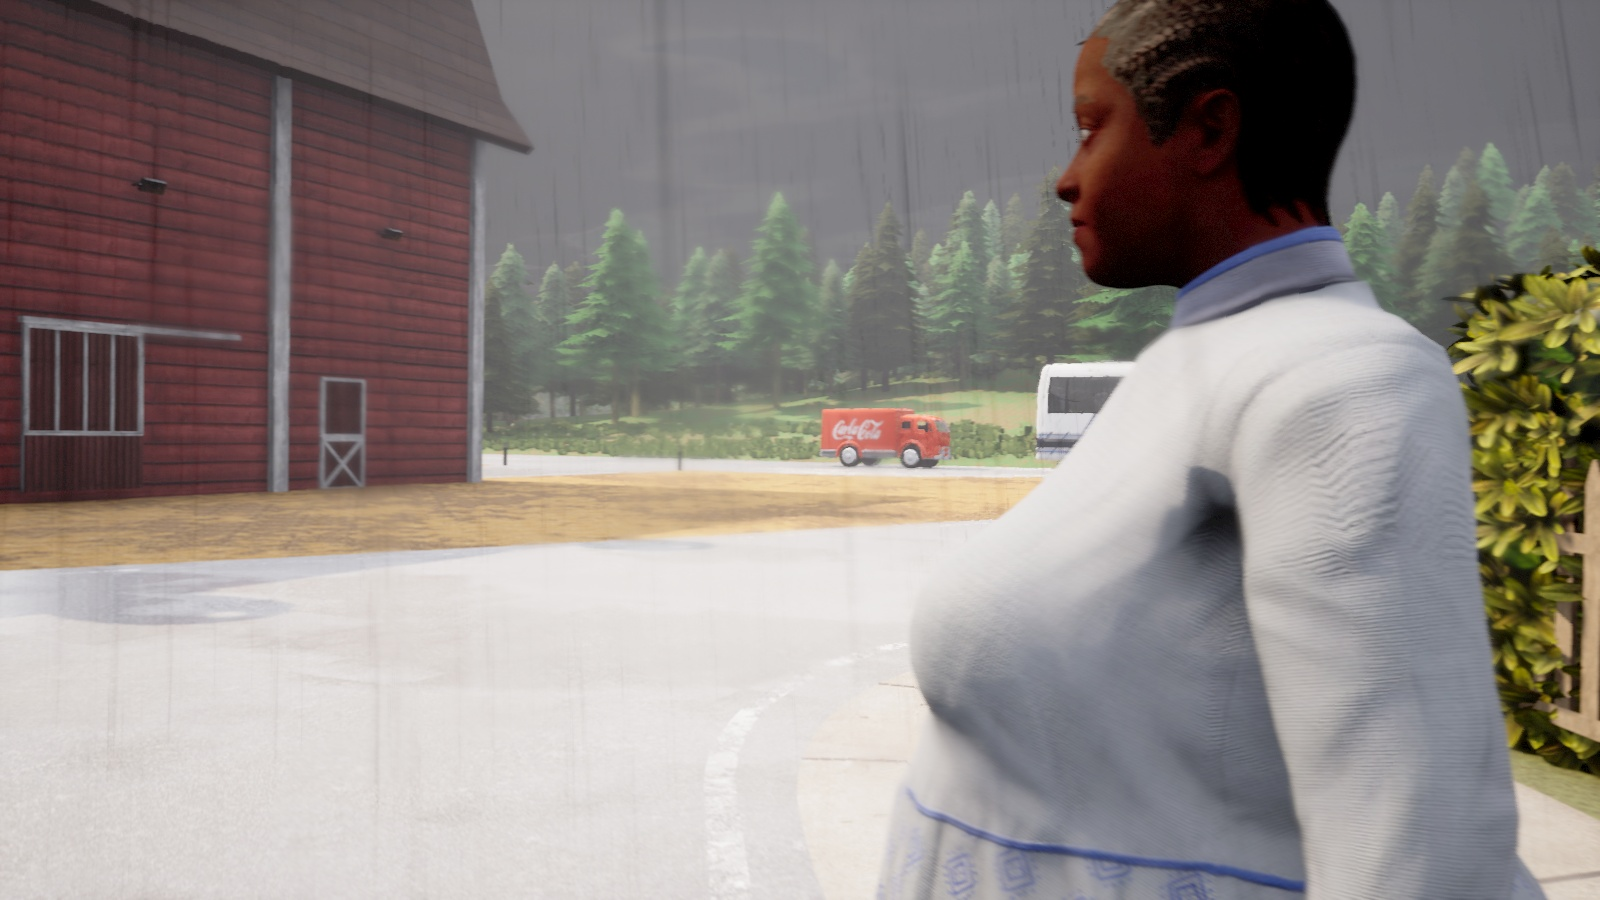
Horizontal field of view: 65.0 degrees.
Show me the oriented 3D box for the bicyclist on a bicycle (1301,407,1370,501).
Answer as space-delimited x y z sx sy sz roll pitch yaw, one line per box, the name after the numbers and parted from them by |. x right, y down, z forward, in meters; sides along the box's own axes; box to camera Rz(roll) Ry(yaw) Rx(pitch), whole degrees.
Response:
10.592 0.068 24.803 0.659 1.776 1.843 0 1 43 | bicyclist on a bicycle

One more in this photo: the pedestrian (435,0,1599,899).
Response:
0.356 0.508 1.022 0.900 1.855 0.874 0 1 20 | pedestrian

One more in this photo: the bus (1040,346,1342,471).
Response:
14.542 -1.422 46.914 10.273 4.253 3.944 0 1 27 | bus

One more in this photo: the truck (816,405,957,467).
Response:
3.613 -0.551 52.433 5.204 2.467 2.627 0 1 27 | truck
